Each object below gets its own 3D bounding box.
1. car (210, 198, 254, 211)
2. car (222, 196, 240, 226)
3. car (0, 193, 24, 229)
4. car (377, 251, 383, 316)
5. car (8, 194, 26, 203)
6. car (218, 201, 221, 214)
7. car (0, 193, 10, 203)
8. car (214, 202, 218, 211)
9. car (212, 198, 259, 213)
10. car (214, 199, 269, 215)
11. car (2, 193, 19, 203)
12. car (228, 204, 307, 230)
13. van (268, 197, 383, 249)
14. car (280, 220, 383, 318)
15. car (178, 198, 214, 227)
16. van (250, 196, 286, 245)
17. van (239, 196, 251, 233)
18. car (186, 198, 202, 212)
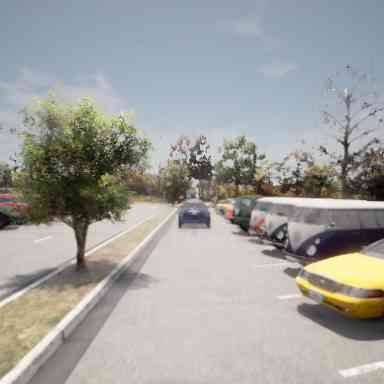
[{"bbox_3d":[4.951,1.511,41.141,4.892,1.521,2.231,1,0,-20],"label":"car"},{"bbox_3d":[4.898,1.247,18.653,5.566,2.045,2.435,1,0,-20],"label":"car"},{"bbox_3d":[-13.291,1.223,19.653,5.566,2.045,2.435,-1,0,-20],"label":"car"},{"bbox_3d":[4.862,1.519,3.771,4.792,1.488,2.163,1,0,-20],"label":"car"},{"bbox_3d":[-31.748,1.169,60.467,2.231,1.521,4.892,0,-1,-19],"label":"car"},{"bbox_3d":[4.927,1.378,27.578,4.553,1.767,2.185,1,0,-20],"label":"car"},{"bbox_3d":[-34.699,1.043,60.494,2.185,1.767,4.553,0,-1,-19],"label":"car"},{"bbox_3d":[4.882,1.534,30.947,4.792,1.488,2.163,1,0,-20],"label":"car"},{"bbox_3d":[4.927,1.510,37.747,4.892,1.521,2.231,1,0,-20],"label":"car"},{"bbox_3d":[5.092,1.506,34.422,5.366,1.575,1.946,1,0,-20],"label":"car"},{"bbox_3d":[-42.227,1.441,77.574,2.435,2.045,5.566,1,-3,-19],"label":"car"},{"bbox_3d":[4.879,1.540,21.615,4.674,1.452,2.002,1,0,-20],"label":"car"},{"bbox_3d":[4.744,1.265,9.667,4.442,1.987,1.878,1,0,-20],"label":"van"},{"bbox_3d":[4.667,1.485,6.668,5.366,1.575,1.946,1,0,-20],"label":"car"},{"bbox_3d":[0.153,1.365,23.050,2.097,1.767,4.553,0,0,0],"label":"car"},{"bbox_3d":[4.750,1.267,12.645,4.442,1.987,1.878,1,0,-20],"label":"van"},{"bbox_3d":[4.755,1.269,15.622,4.442,1.987,1.878,1,0,-20],"label":"van"},{"bbox_3d":[0.214,1.501,40.557,1.882,1.535,5.008,0,0,0],"label":"car"}]
